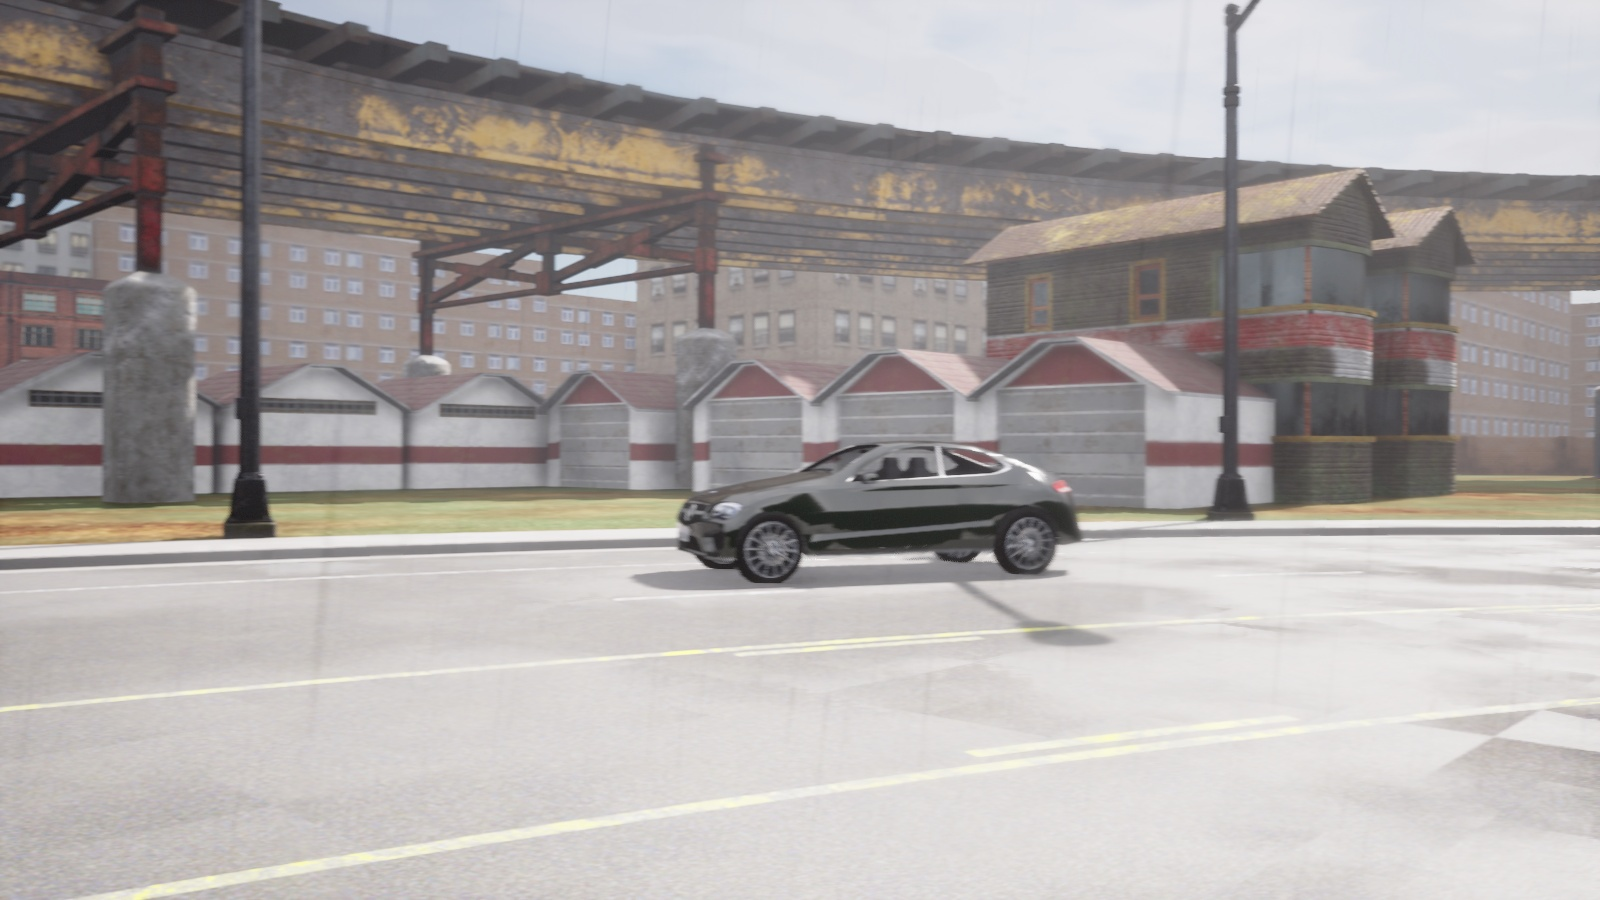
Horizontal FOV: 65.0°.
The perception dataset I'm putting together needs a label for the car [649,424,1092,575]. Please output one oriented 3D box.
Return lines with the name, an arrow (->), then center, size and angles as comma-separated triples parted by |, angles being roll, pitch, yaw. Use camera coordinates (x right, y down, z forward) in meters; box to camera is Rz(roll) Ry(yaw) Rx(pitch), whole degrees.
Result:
car -> 0.844, 0.541, 15.553 | 5.027, 1.651, 2.152 | 0, 0, -20
